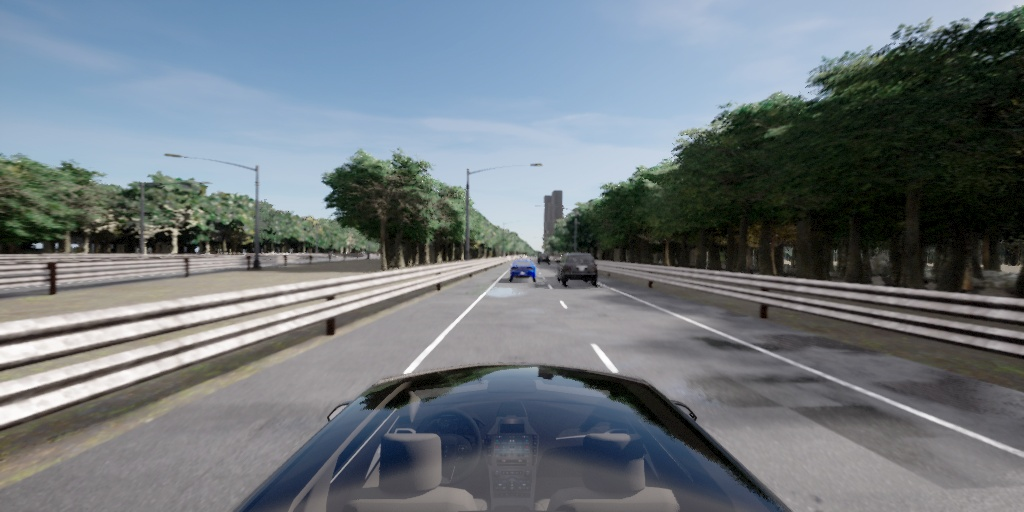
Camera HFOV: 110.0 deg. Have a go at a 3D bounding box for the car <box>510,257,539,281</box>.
[{"bbox_3d":[0.840,1.024,27.362,1.882,1.535,5.008,1,1,2],"label":"car"}]

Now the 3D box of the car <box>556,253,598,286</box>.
[{"bbox_3d":[4.200,0.831,23.705,2.150,2.045,5.566,1,1,2],"label":"car"}]
